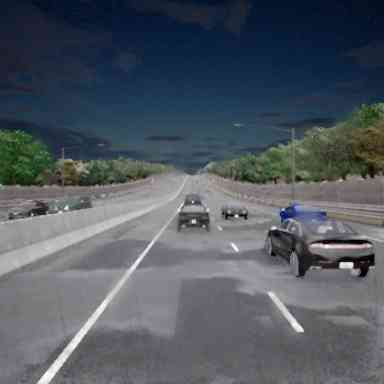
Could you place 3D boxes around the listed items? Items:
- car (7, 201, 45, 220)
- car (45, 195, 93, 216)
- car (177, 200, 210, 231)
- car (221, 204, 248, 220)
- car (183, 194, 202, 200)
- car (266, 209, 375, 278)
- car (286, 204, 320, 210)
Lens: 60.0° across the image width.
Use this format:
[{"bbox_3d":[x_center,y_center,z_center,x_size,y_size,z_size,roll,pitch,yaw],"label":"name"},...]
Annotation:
[{"bbox_3d":[-14.057,1.559,28.977,1.837,1.490,4.892,0,-1,0],"label":"car"},{"bbox_3d":[-10.552,1.278,29.573,2.150,2.045,5.566,0,-1,0],"label":"car"},{"bbox_3d":[0.098,1.507,21.070,1.882,1.535,5.008,0,0,0],"label":"car"},{"bbox_3d":[3.597,1.653,28.975,1.895,1.301,4.718,0,0,0],"label":"car"},{"bbox_3d":[0.096,1.298,42.548,2.150,2.045,5.566,0,0,0],"label":"car"},{"bbox_3d":[3.599,1.498,10.172,2.128,1.511,4.902,0,0,0],"label":"car"},{"bbox_3d":[7.098,1.509,21.779,1.882,1.535,5.008,0,0,0],"label":"car"}]
